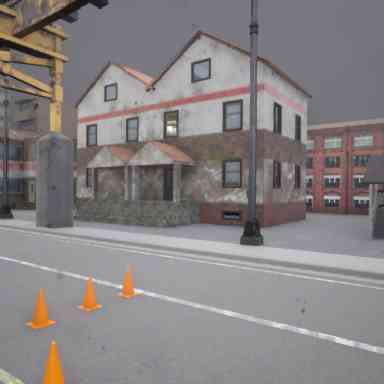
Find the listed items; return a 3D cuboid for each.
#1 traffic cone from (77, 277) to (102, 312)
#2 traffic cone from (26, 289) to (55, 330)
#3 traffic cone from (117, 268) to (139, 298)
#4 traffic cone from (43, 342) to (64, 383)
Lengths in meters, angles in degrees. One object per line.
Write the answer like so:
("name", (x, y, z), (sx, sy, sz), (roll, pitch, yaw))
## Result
("traffic cone", (-1.978, 1.949, 6.452), (0.340, 0.580, 0.340), (0, 0, 36))
("traffic cone", (-2.563, 1.949, 5.641), (0.340, 0.580, 0.340), (0, 0, 36))
("traffic cone", (-1.393, 1.949, 7.263), (0.340, 0.580, 0.340), (0, 0, 36))
("traffic cone", (-1.526, 1.952, 3.660), (0.340, 0.580, 0.340), (0, 0, 36))
